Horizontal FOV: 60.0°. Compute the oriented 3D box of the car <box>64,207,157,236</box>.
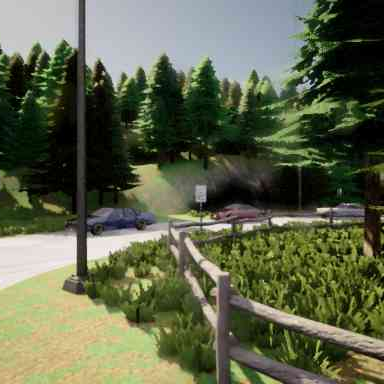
[{"bbox_3d":[-4.467,1.572,19.138,2.033,1.411,5.357,0,0,41],"label":"car"}]

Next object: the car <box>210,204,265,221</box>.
[{"bbox_3d":[3.474,1.589,25.180,4.181,1.385,1.994,0,0,-26],"label":"car"}]

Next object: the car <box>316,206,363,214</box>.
[{"bbox_3d":[12.992,1.627,28.079,4.718,1.301,1.895,0,0,-6],"label":"car"}]
